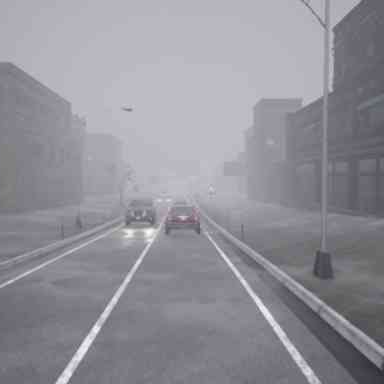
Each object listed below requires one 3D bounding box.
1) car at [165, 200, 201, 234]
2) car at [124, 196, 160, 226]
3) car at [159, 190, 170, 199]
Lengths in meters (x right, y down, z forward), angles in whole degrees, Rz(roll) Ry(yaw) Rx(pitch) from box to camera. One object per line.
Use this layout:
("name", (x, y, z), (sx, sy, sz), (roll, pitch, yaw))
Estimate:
("car", (-0.608, 1.610, 21.512), (2.097, 1.767, 4.553), (0, -1, -2))
("car", (-4.023, 1.527, 26.944), (2.150, 2.045, 5.566), (0, 0, -2))
("car", (-5.555, 0.506, 67.475), (2.097, 1.767, 4.553), (0, 3, -2))
